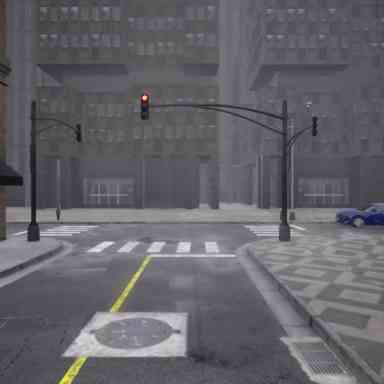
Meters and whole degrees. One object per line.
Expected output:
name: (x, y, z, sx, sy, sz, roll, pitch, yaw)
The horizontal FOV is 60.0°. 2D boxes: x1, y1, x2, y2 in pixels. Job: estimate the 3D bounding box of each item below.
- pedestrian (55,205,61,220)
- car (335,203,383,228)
pedestrian: (-9.825, 1.532, 24.453, 0.500, 1.100, 0.500, 0, 0, 1)
car: (11.788, 1.459, 21.168, 5.008, 1.535, 1.882, 0, 0, 1)
